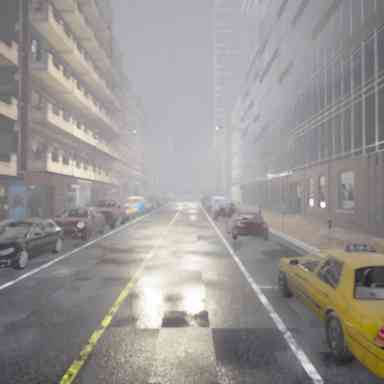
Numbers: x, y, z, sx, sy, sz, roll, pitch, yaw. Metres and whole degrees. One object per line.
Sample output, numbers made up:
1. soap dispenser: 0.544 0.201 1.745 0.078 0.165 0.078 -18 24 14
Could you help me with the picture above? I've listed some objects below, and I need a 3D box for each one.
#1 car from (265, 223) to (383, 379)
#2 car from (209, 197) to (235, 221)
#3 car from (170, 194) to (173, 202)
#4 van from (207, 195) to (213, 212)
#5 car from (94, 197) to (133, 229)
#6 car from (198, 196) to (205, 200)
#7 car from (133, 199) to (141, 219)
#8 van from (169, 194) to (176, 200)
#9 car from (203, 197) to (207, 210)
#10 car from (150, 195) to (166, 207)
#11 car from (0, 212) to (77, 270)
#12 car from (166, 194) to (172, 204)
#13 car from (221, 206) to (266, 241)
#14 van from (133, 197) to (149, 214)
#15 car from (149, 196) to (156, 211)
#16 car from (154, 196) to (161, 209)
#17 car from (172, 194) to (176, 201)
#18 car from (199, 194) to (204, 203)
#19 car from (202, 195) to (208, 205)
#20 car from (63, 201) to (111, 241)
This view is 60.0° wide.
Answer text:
1. car: 2.706 1.533 5.674 1.752 1.417 4.829 1 0 0
2. car: 2.709 1.475 27.696 1.967 1.590 4.097 1 0 0
3. car: -5.637 1.663 71.985 1.802 1.307 4.206 1 0 0
4. van: 2.712 1.382 33.244 1.690 1.788 3.998 1 0 0
5. car: -5.672 1.344 22.065 2.192 1.841 5.009 1 0 0
6. car: 2.712 1.684 94.270 1.802 1.307 4.206 1 0 0
7. car: -5.683 1.560 27.440 1.752 1.417 4.829 1 0 0
8. van: -5.630 1.443 94.171 1.690 1.788 3.998 1 0 0
9. car: 2.708 1.613 38.792 1.947 1.339 4.313 1 0 0
10. car: -5.633 1.374 49.797 2.192 1.841 5.009 1 0 0
11. car: -5.674 1.566 10.971 2.008 1.369 4.403 1 0 0
12. car: -5.637 1.642 66.438 1.947 1.339 4.313 1 0 0
13. car: 2.706 1.604 16.600 1.802 1.307 4.206 1 0 0
14. van: -5.643 1.383 33.158 1.690 1.788 3.998 1 0 0
15. car: -5.639 1.573 38.534 1.752 1.417 4.829 1 0 0
16. car: -5.639 1.635 44.250 1.802 1.307 4.206 1 0 0
17. car: -5.630 1.407 83.078 2.192 1.841 5.009 1 0 0
18. car: 2.714 1.379 55.436 2.192 1.841 5.009 1 0 0
19. car: 2.711 1.493 44.340 1.967 1.590 4.097 1 0 0
20. car: -5.671 1.462 16.518 1.967 1.590 4.097 1 0 0
